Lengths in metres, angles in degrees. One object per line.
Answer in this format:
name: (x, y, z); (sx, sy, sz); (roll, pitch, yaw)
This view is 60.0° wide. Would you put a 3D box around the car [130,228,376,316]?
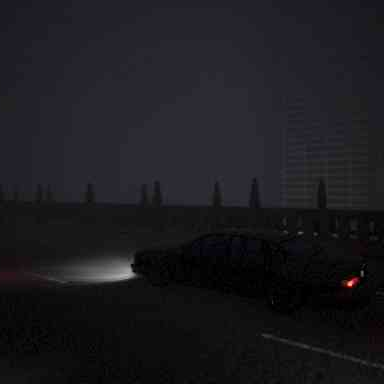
car: (1.066, 1.550, 7.531); (5.357, 1.411, 2.033); (0, 0, 35)
